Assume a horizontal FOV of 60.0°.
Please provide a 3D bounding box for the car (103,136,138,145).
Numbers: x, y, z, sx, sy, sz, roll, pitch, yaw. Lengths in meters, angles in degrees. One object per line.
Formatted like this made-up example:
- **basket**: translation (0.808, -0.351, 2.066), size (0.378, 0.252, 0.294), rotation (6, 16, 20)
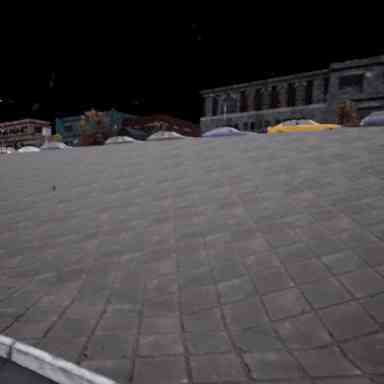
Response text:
- **car**: translation (-6.313, -4.474, 31.330), size (4.892, 1.521, 2.231), rotation (2, 1, 35)

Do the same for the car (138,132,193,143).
- **car**: translation (-1.805, -4.328, 28.148), size (4.892, 1.521, 2.231), rotation (2, 1, 35)

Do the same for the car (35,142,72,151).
- **car**: translation (-15.238, -4.866, 37.649), size (4.553, 1.767, 2.185), rotation (2, 1, 35)

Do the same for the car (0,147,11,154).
- **car**: translation (-24.352, -5.134, 44.101), size (4.553, 1.767, 2.185), rotation (2, 1, 35)

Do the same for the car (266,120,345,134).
- **car**: translation (7.441, -3.994, 22.023), size (5.008, 1.535, 2.097), rotation (2, 1, 33)

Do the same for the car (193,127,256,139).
- **car**: translation (2.784, -4.123, 25.037), size (4.674, 1.452, 2.002), rotation (2, 1, 34)

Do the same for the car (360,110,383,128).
- **car**: translation (12.143, -3.951, 19.121), size (4.553, 1.767, 2.185), rotation (2, 1, 32)

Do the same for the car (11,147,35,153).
- **car**: translation (-19.723, -4.832, 40.825), size (4.674, 1.452, 2.002), rotation (2, 1, 35)
